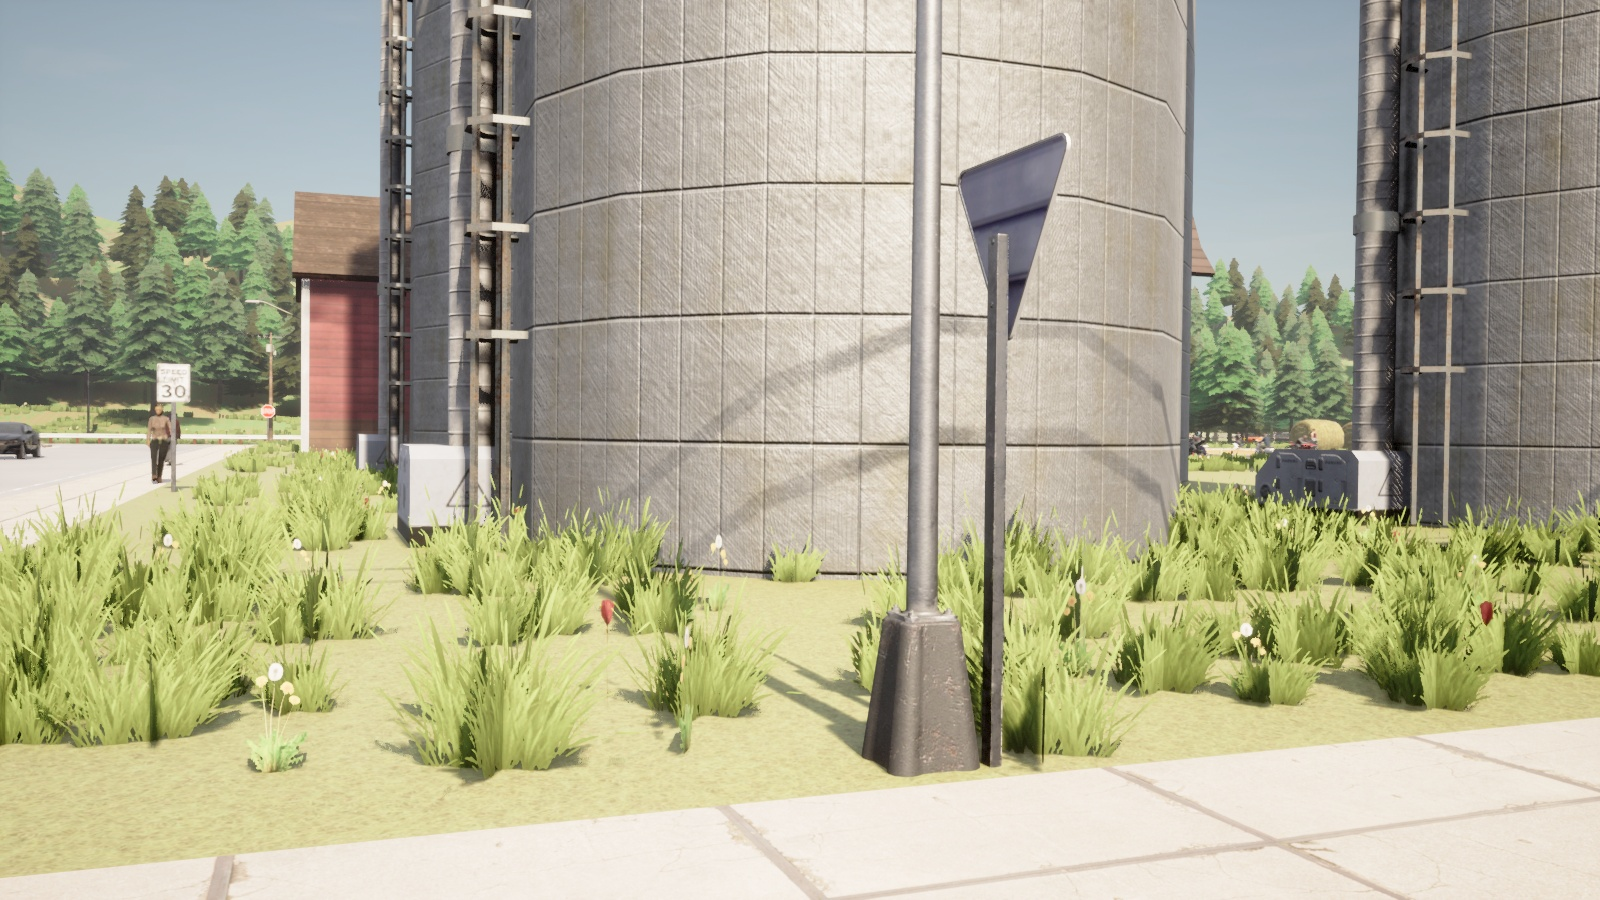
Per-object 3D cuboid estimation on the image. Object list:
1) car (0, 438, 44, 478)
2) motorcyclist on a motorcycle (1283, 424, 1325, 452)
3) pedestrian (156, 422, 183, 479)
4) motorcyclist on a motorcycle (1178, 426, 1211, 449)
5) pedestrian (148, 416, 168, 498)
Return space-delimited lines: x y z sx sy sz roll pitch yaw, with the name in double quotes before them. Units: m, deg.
"car" -32.423 0.292 51.234 1.882 1.535 5.008 -1 1 -22
"motorcyclist on a motorcycle" 27.945 -0.666 69.646 0.866 1.530 2.191 0 0 -22
"pedestrian" -20.467 0.011 40.773 0.634 1.844 0.899 -1 1 -20
"motorcyclist on a motorcycle" 26.209 -0.831 83.471 0.866 1.530 2.191 -1 1 -22
"pedestrian" -14.591 0.146 28.542 0.331 1.846 0.634 -1 1 -23
